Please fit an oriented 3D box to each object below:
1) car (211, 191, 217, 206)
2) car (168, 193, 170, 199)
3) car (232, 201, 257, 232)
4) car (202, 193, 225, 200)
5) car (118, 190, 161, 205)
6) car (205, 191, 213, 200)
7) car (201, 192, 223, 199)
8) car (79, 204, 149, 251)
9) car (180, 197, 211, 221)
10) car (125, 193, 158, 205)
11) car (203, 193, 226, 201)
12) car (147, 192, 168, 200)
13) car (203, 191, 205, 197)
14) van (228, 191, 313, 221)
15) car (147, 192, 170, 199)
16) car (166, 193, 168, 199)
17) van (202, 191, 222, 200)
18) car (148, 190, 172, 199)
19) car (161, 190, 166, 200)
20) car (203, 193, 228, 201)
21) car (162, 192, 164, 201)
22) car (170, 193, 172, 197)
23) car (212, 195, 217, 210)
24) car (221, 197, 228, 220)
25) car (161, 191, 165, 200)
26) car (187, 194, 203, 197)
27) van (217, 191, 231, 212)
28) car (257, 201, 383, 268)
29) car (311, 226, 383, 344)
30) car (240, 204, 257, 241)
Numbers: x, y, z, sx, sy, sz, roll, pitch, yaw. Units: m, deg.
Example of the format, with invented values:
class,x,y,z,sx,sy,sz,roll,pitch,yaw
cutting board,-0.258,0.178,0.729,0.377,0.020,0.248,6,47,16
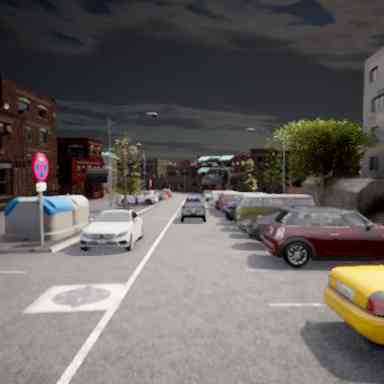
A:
class,x,y,z,sx,sy,sz,roll,pitch,yaw
car,4.620,1.095,35.654,4.553,1.767,2.185,0,0,0
car,-7.863,0.979,68.446,5.366,1.575,1.946,0,0,0
car,4.656,1.363,16.100,4.892,1.521,2.231,0,0,0
car,4.658,0.957,71.969,4.892,1.521,2.231,0,1,0
car,-7.707,0.880,47.878,5.566,2.045,2.435,0,0,0
car,4.678,0.949,38.448,5.566,2.045,2.435,0,0,0
car,4.646,0.884,77.571,4.892,1.521,2.231,0,2,0
car,-3.094,1.425,13.673,1.812,1.442,4.674,0,0,0
car,0.100,1.364,25.212,2.033,1.411,5.357,0,0,0
car,-7.647,0.985,50.692,4.553,1.767,2.185,0,0,0
car,4.654,1.017,69.179,4.674,1.452,2.002,0,0,0
car,-7.647,0.809,74.326,4.553,1.767,2.185,0,1,0
car,4.623,0.806,58.001,5.566,2.045,2.435,0,0,0
van,4.534,1.116,18.892,4.442,1.987,1.878,0,0,0
car,-7.683,0.891,77.157,5.008,1.535,2.097,0,1,0
car,-7.685,1.005,65.383,4.892,1.521,2.231,0,0,0
van,4.535,0.704,74.760,4.442,1.987,1.878,0,1,0
car,-7.650,0.571,80.096,5.566,2.045,2.435,0,1,0
car,-7.710,0.899,62.570,4.553,1.767,2.185,0,0,0
car,4.645,0.997,66.509,4.892,1.521,2.231,0,0,0
car,-7.676,1.107,56.694,4.674,1.452,2.002,0,0,0
car,-7.493,0.957,71.386,5.366,1.575,1.946,0,0,0
car,4.679,1.270,32.864,4.792,1.488,2.163,0,0,0
car,4.645,1.321,21.812,5.008,1.535,2.097,0,0,0
car,-7.708,1.075,59.633,4.792,1.488,2.163,0,0,0
car,0.101,1.168,42.534,1.882,1.535,5.008,0,0,0
van,4.767,1.035,30.066,4.442,1.987,1.878,0,0,0
car,4.618,1.277,10.514,4.553,1.767,2.185,0,0,0
car,4.835,1.440,4.926,5.366,1.575,1.946,0,0,0
car,4.644,1.384,13.306,4.892,1.521,2.231,0,0,0
